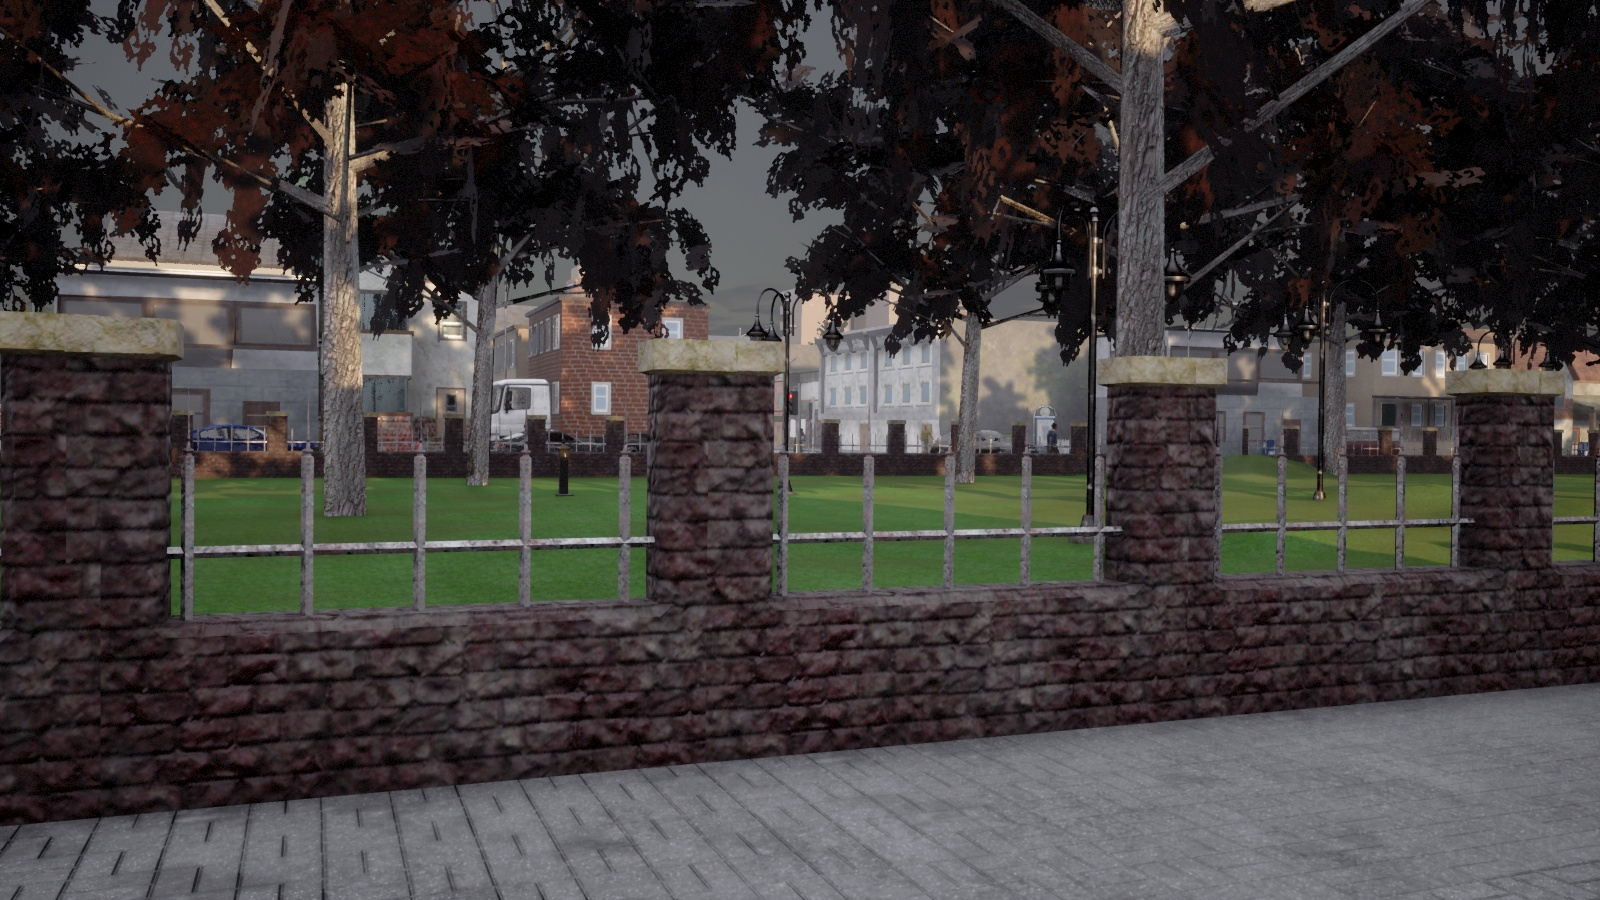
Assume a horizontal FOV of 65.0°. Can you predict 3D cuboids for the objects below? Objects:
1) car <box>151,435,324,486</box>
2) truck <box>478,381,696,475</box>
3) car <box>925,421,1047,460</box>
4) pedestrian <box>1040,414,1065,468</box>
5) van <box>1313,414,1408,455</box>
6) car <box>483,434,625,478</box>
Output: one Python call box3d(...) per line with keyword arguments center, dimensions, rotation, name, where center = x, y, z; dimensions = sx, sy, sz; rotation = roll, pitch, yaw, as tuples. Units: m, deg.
box3d(center=(-18.238, 0.307, 40.900), dimensions=(5.008, 1.535, 1.882), rotation=(-1, 1, -24), name="car")
box3d(center=(-8.308, -0.894, 49.130), dimensions=(7.936, 3.462, 2.891), rotation=(-1, 1, -22), name="truck")
box3d(center=(8.201, -0.417, 55.602), dimensions=(5.027, 1.651, 2.152), rotation=(0, 1, 45), name="car")
box3d(center=(9.241, -0.339, 45.919), dimensions=(0.788, 1.949, 0.423), rotation=(-1, 1, -22), name="pedestrian")
box3d(center=(28.271, -0.785, 63.343), dimensions=(4.442, 1.987, 1.775), rotation=(-1, 1, -21), name="van")
box3d(center=(-8.734, 0.192, 44.624), dimensions=(4.674, 1.442, 1.812), rotation=(-1, 1, -24), name="car")
